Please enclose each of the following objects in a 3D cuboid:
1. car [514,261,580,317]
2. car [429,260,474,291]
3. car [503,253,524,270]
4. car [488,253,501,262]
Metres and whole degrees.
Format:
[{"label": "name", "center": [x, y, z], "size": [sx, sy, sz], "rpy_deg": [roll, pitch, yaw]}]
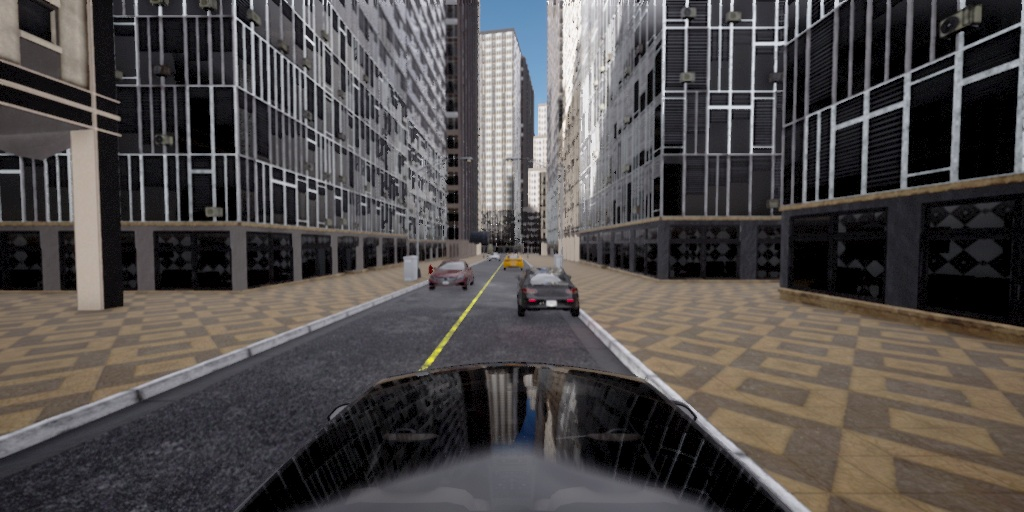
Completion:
[{"label": "car", "center": [1.081, 1.071, 12.039], "size": [1.812, 1.442, 4.674], "rpy_deg": [0, 1, 0]}, {"label": "car", "center": [-3.049, 0.937, 18.840], "size": [1.812, 1.442, 4.674], "rpy_deg": [0, 1, 0]}, {"label": "car", "center": [0.156, 0.556, 36.129], "size": [1.882, 1.535, 5.008], "rpy_deg": [0, 1, 1]}, {"label": "car", "center": [-2.892, 0.163, 59.466], "size": [1.812, 1.442, 4.674], "rpy_deg": [0, 1, 1]}]
